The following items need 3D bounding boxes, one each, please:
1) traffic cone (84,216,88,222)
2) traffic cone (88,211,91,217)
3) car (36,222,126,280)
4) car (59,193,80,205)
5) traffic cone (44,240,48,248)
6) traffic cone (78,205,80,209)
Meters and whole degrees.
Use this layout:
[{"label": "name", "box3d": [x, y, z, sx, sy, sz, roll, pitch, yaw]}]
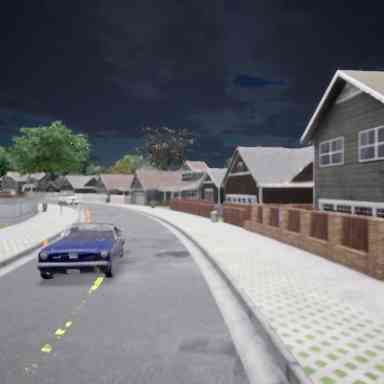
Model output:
[{"label": "traffic cone", "box3d": [-6.988, 2.032, 21.609, 0.340, 0.580, 0.340, 0, 0, -13]}, {"label": "traffic cone", "box3d": [-8.182, 2.026, 26.344, 0.340, 0.580, 0.340, 0, 0, -15]}, {"label": "car", "box3d": [-3.163, 1.657, 10.367, 1.895, 1.301, 4.718, 0, 0, -7]}, {"label": "car", "box3d": [-21.309, 1.190, 57.542, 2.150, 2.045, 5.566, -1, 0, -36]}, {"label": "traffic cone", "box3d": [-5.271, 2.022, 11.997, 0.340, 0.580, 0.340, 0, 0, -7]}, {"label": "traffic cone", "box3d": [-15.123, 1.965, 44.575, 0.340, 0.580, 0.340, 0, 0, -26]}]
